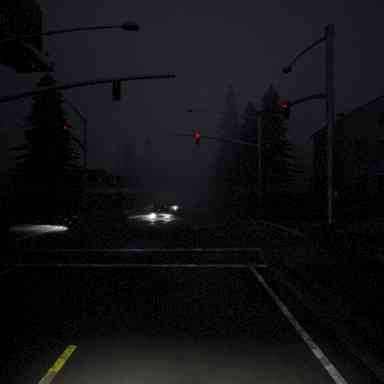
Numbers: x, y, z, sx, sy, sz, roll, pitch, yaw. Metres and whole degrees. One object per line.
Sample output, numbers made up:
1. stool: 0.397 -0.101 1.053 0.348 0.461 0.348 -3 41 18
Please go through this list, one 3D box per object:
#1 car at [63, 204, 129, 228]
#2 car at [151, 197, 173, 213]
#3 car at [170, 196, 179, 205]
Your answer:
1. car: -6.363 1.542 22.282 4.181 1.385 1.994 -1 1 -38
2. car: -3.491 1.600 37.262 1.895 1.301 4.718 0 0 0
3. car: -3.347 1.492 57.877 2.128 1.511 4.902 0 0 0
